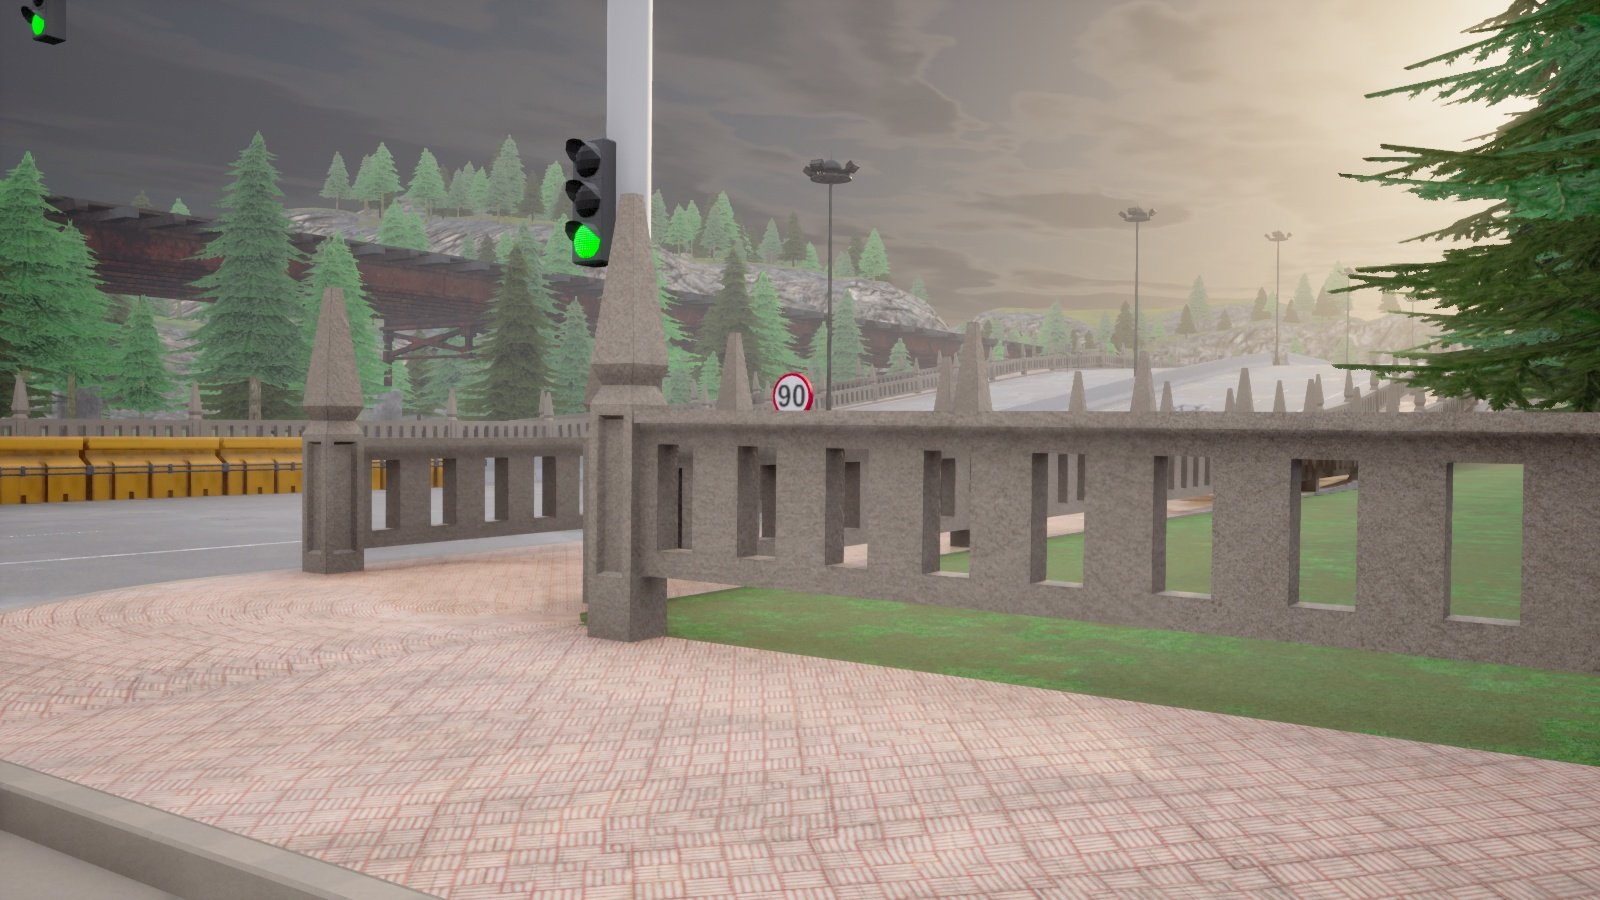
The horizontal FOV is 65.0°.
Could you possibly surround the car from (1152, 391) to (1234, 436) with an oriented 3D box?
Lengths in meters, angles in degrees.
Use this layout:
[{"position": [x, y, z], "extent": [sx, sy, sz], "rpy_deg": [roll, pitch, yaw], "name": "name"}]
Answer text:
[{"position": [17.389, -1.641, 55.455], "extent": [2.128, 1.511, 4.902], "rpy_deg": [0, 7, 34], "name": "car"}]
